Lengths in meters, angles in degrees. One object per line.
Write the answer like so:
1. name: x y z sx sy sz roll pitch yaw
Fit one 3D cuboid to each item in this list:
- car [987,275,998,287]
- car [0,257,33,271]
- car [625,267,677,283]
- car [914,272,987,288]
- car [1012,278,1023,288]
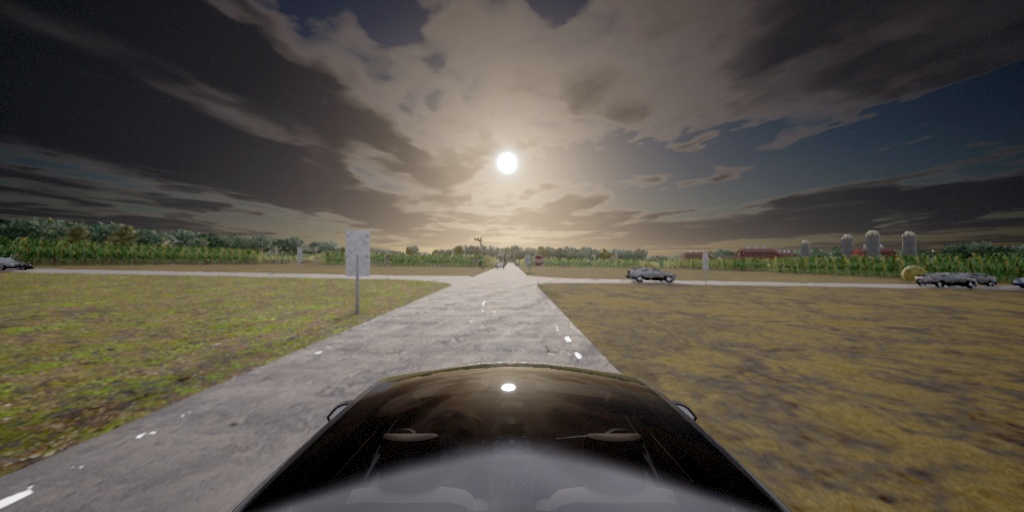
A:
1. car: 49.115 2.545 38.658 4.902 1.511 2.128 1 0 0
2. car: -51.807 0.808 36.028 5.357 1.411 2.033 1 0 0
3. car: 13.914 1.901 35.950 4.902 1.511 2.128 1 0 0
4. car: 43.370 2.392 35.890 4.902 1.511 2.128 1 0 2
5. car: 53.699 2.617 35.903 5.357 1.411 2.033 1 0 0
